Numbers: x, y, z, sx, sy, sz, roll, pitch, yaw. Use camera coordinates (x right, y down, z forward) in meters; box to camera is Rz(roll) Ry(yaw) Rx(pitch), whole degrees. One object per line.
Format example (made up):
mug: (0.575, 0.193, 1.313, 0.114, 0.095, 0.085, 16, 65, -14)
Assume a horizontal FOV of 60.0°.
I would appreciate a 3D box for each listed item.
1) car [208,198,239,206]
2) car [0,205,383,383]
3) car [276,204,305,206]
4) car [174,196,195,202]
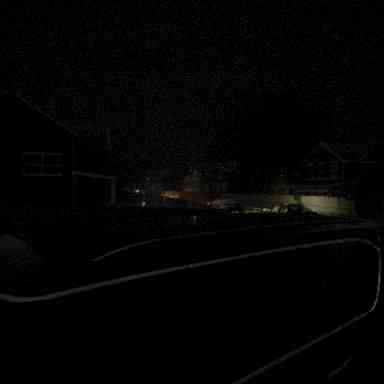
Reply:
car: (2.975, 1.285, 30.481, 2.033, 1.411, 5.357, 0, 1, -16)
car: (-0.608, 1.221, 2.066, 5.566, 2.045, 2.150, 0, 0, -37)
car: (5.888, 1.402, 19.672, 2.033, 1.411, 5.357, 0, 0, -15)
car: (-1.229, 1.182, 43.557, 1.895, 1.301, 4.718, 0, 1, -20)
